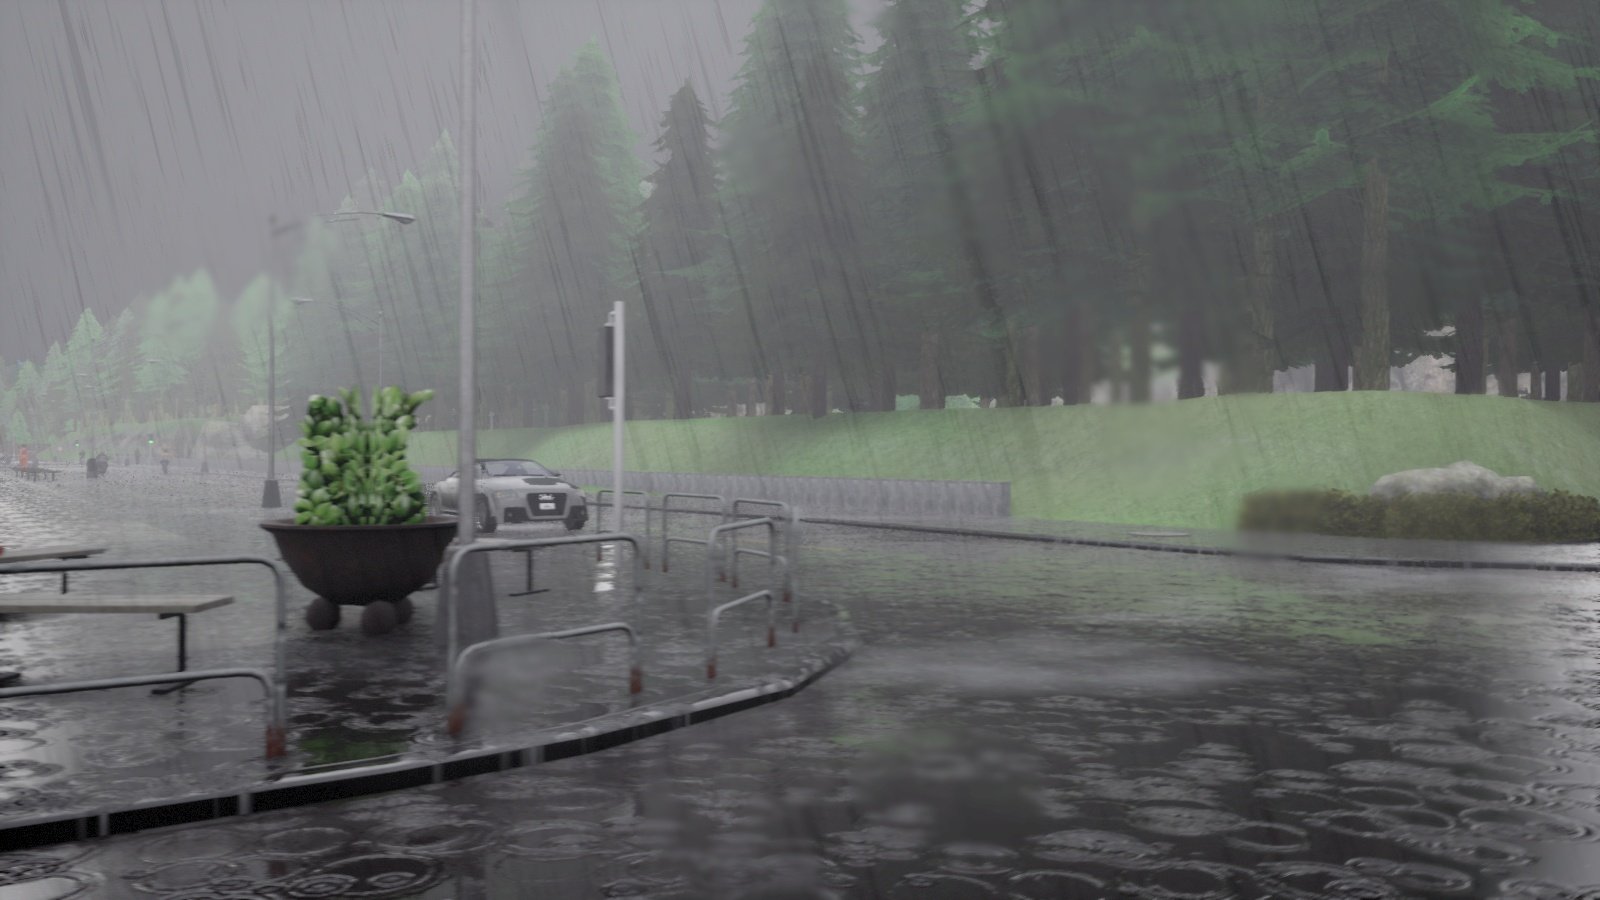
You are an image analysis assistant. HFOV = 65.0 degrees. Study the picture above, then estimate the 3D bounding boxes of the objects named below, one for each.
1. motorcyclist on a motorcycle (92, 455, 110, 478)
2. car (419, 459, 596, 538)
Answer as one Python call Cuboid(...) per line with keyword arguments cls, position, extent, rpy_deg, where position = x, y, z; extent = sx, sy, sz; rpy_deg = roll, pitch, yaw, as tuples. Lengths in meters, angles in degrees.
Cuboid(cls="motorcyclist on a motorcycle", position=(-46.098, 1.077, 82.817), extent=(0.866, 1.530, 2.191), rpy_deg=(0, 0, -35))
Cuboid(cls="car", position=(-5.839, 0.880, 24.691), extent=(1.994, 1.385, 4.181), rpy_deg=(0, 0, -35))
